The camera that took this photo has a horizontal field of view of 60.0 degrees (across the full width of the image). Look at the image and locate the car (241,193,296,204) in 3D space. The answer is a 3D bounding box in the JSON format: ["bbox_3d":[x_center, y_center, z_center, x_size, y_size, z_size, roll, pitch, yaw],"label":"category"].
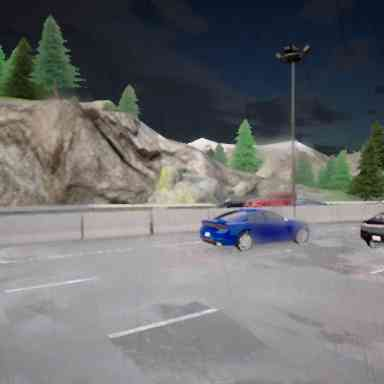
[{"bbox_3d":[7.951,1.083,32.623,5.566,2.045,2.150,0,0,-25],"label":"car"}]

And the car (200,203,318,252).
[{"bbox_3d":[2.686,1.418,13.654,5.008,1.535,1.882,0,0,-31],"label":"car"}]

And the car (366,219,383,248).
[{"bbox_3d":[6.625,1.455,7.855,4.902,1.511,2.128,0,0,-31],"label":"car"}]

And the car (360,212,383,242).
[{"bbox_3d":[8.716,1.432,13.095,4.902,1.511,2.128,0,0,-30],"label":"car"}]

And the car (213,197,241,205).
[{"bbox_3d":[4.607,1.359,38.756,4.674,1.442,1.812,0,0,-26],"label":"car"}]

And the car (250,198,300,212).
[{"bbox_3d":[9.285,1.386,37.131,5.357,1.411,2.033,0,0,-24],"label":"car"}]

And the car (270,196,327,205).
[{"bbox_3d":[9.762,1.348,29.605,5.008,1.535,1.882,0,0,-25],"label":"car"}]
